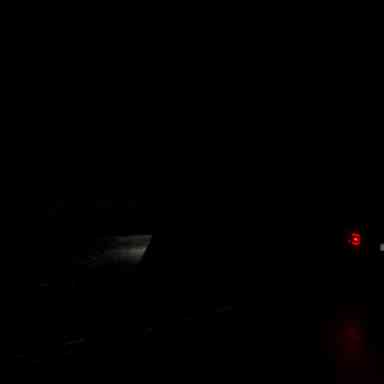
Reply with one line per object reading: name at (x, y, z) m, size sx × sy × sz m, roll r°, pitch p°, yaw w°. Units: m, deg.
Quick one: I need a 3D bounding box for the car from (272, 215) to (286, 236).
car at (1.994, 1.465, 14.007) m, size 4.674 × 1.442 × 1.812 m, roll 0°, pitch 0°, yaw -35°

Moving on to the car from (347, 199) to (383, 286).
car at (5.998, 1.162, 8.019) m, size 5.566 × 2.045 × 2.150 m, roll 0°, pitch 0°, yaw -35°
